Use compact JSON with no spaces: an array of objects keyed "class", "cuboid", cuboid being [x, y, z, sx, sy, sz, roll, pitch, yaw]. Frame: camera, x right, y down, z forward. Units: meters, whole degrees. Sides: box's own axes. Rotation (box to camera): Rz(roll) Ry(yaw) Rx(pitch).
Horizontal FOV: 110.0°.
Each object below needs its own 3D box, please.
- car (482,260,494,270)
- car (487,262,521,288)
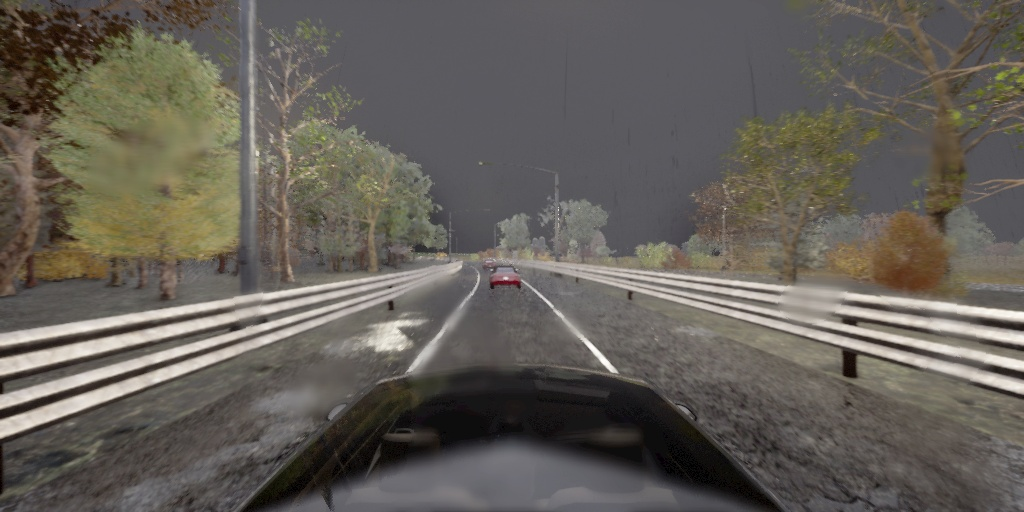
[{"class":"car","cuboid":[-3.450,1.269,53.519,1.812,1.442,4.674,0,0,-8]},{"class":"car","cuboid":[-0.510,1.321,23.949,1.994,1.385,4.181,0,0,-4]}]
